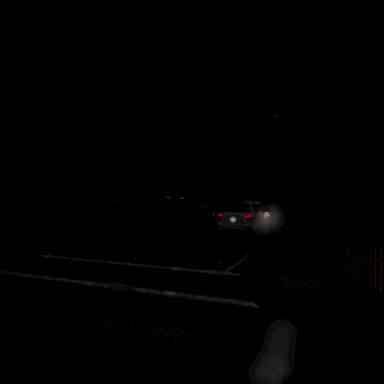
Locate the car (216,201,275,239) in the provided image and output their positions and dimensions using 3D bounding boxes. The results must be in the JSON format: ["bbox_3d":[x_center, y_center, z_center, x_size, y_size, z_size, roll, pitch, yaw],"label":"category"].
[{"bbox_3d":[3.157,1.521,19.477,2.150,2.045,5.566,0,-1,23],"label":"car"}]

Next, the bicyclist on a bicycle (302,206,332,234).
[{"bbox_3d":[7.321,1.626,19.545,1.656,1.620,0.582,0,-1,23],"label":"bicyclist on a bicycle"}]

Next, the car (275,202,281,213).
[{"bbox_3d":[12.159,2.286,49.912,1.837,1.490,4.892,0,-1,23],"label":"car"}]
